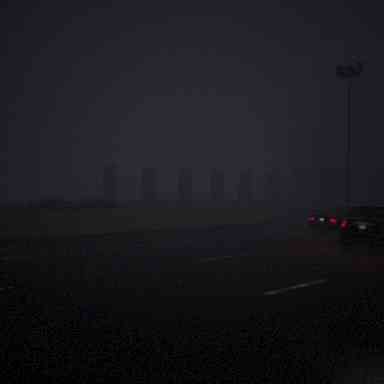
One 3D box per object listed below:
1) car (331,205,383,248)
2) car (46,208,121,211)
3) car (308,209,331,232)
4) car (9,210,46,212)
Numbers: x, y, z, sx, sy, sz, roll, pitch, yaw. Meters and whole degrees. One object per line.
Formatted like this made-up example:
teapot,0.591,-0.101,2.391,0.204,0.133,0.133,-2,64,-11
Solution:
car,7.921,1.277,13.004,4.553,1.767,2.097,0,1,-31
car,-7.597,1.214,24.114,4.902,1.511,2.128,0,1,-33
car,8.651,1.432,17.754,5.357,1.411,2.033,0,1,-29
car,-11.219,1.219,25.903,5.357,1.411,2.033,0,1,-34
